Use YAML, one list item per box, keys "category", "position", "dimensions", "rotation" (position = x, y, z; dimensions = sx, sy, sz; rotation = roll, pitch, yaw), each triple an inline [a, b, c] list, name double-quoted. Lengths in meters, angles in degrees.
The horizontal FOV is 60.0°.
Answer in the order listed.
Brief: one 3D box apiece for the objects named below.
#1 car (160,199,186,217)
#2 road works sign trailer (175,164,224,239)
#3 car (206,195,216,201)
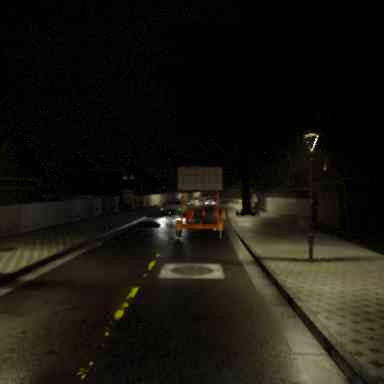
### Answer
- category: "car"
  position: [-1.605, 1.381, 29.254]
  dimensions: [1.812, 1.442, 4.674]
  rotation: [0, 0, 5]
- category: "road works sign trailer"
  position: [0.423, 0.380, 16.992]
  dimensions: [2.380, 3.560, 2.880]
  rotation: [0, 0, 3]
- category: "car"
  position: [4.050, 1.196, 70.841]
  dimensions: [1.895, 1.301, 4.718]
  rotation: [0, 0, 10]
